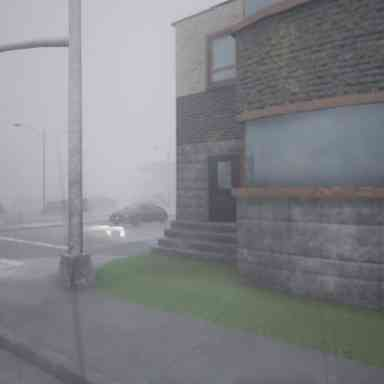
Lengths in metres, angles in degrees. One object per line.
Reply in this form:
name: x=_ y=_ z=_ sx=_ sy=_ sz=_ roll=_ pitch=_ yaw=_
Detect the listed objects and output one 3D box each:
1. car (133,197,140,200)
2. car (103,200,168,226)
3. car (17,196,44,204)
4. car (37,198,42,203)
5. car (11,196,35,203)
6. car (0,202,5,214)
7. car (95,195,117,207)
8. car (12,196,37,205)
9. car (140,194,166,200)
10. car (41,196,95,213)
car: x=-8.025 y=1.551 z=54.459 sx=1.970 sy=1.475 sz=3.806 roll=0 pitch=0 yaw=35
car: x=-3.515 y=1.460 z=22.392 sx=1.994 sy=1.385 sz=4.181 roll=0 pitch=0 yaw=36
car: x=-35.948 y=1.677 z=74.304 sx=2.152 sy=1.636 sz=5.027 roll=0 pitch=0 yaw=35
car: x=-22.647 y=1.545 z=55.344 sx=2.007 sy=1.523 sz=4.514 roll=0 pitch=0 yaw=35
car: x=-38.533 y=1.701 z=76.083 sx=2.007 sy=1.523 sz=4.514 roll=0 pitch=0 yaw=35
car: x=-20.152 y=1.407 z=31.739 sx=1.970 sy=1.475 sz=3.806 roll=0 pitch=0 yaw=35
car: x=-12.918 y=1.287 z=47.533 sx=1.932 sy=1.855 sz=4.605 roll=0 pitch=0 yaw=35
car: x=-30.758 y=1.612 z=61.179 sx=1.845 sy=1.501 sz=3.633 roll=0 pitch=0 yaw=35
car: x=-5.674 y=1.252 z=52.032 sx=1.905 sy=1.878 sz=3.866 roll=0 pitch=0 yaw=35
car: x=-13.077 y=1.456 z=35.352 sx=2.007 sy=1.523 sz=4.514 roll=0 pitch=0 yaw=35
